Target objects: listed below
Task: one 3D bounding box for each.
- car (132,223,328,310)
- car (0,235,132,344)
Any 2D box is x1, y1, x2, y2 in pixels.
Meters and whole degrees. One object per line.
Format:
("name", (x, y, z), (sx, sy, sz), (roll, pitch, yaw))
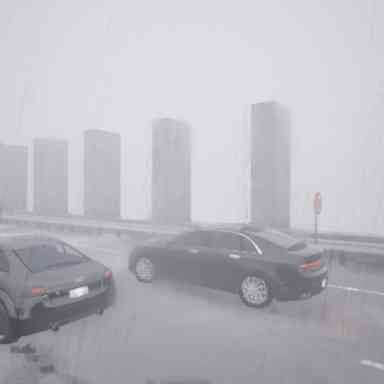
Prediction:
("car", (0.584, 1.490, 7.864), (4.892, 1.490, 1.837), (1, 1, 36))
("car", (-3.412, 1.538, 6.421), (4.181, 1.385, 1.994), (0, 0, 36))
